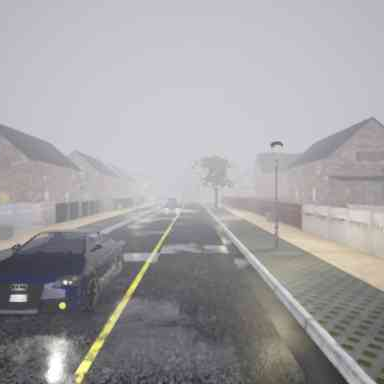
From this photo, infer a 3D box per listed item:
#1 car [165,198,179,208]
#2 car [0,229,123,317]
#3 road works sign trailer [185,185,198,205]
[{"bbox_3d":[-2.853,1.574,48.476,1.812,1.442,4.674,0,0,0],"label":"car"},{"bbox_3d":[-2.853,1.547,7.429,1.994,1.385,4.181,0,0,-1],"label":"car"},{"bbox_3d":[-0.033,0.577,61.596,2.380,3.560,2.880,0,0,0],"label":"road works sign trailer"}]
